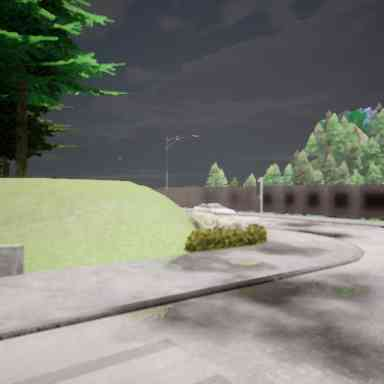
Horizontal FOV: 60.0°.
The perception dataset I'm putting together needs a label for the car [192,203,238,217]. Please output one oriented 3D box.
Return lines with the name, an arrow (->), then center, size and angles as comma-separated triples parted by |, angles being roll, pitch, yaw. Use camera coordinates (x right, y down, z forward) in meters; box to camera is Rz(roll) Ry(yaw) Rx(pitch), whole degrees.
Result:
car -> 1.843, 1.681, 28.357 | 1.812, 1.442, 4.674 | 1, 0, -36
